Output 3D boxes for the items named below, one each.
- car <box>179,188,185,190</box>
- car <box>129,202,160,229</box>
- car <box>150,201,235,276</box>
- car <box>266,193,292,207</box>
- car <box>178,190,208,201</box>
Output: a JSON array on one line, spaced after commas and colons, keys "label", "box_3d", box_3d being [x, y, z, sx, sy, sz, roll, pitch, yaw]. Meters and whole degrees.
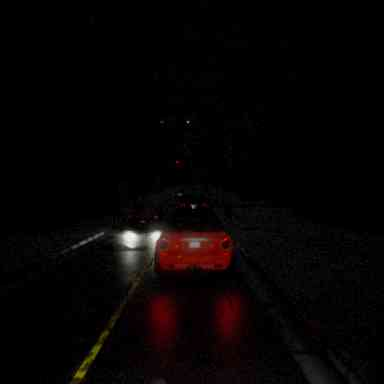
[{"label": "car", "box_3d": [-2.663, -0.372, 89.952, 2.033, 1.411, 5.357, 0, 2, 0]}, {"label": "car", "box_3d": [-2.818, 1.413, 21.575, 1.882, 1.535, 5.008, 0, 0, 0]}, {"label": "car", "box_3d": [0.074, 1.333, 10.482, 2.097, 1.767, 4.553, 0, 0, 0]}, {"label": "car", "box_3d": [12.759, 1.088, 45.657, 5.009, 1.841, 2.192, 1, 0, 0]}, {"label": "car", "box_3d": [0.099, 1.112, 26.422, 2.150, 2.045, 5.566, 0, 0, 0]}]
